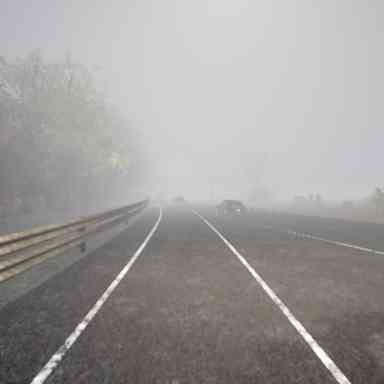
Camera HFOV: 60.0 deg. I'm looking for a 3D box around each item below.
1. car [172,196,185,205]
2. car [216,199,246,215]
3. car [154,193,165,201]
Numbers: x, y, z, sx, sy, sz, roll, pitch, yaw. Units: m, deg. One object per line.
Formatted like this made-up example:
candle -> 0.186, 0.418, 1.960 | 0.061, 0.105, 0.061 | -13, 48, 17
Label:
car -> -2.434, 1.485, 60.133 | 1.837, 1.490, 4.892 | 0, 0, -13
car -> 3.758, 1.451, 32.877 | 1.837, 1.490, 4.892 | 0, 0, -13
car -> -8.440, 1.218, 86.569 | 2.150, 2.045, 5.566 | 0, 0, -13
